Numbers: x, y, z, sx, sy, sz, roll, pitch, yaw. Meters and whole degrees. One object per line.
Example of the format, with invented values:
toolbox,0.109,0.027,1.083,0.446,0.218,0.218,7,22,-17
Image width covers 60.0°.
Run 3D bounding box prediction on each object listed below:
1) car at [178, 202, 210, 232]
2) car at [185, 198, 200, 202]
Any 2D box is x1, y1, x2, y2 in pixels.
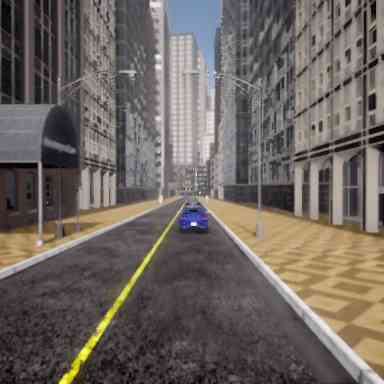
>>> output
car,0.104,1.557,20.104,1.812,1.442,4.674,0,0,0
car,0.109,1.573,45.256,2.128,1.511,4.902,0,0,0
